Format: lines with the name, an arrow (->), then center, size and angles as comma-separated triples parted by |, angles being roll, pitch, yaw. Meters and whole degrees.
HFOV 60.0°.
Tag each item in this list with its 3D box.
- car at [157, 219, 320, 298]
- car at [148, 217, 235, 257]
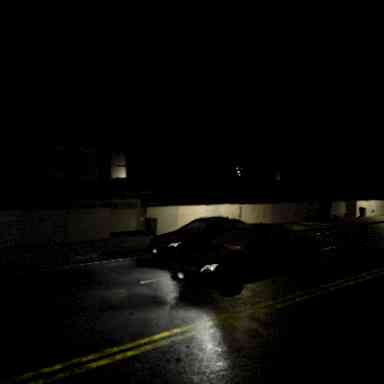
car -> 1.605, 1.616, 8.944 | 4.674, 1.442, 1.812 | 0, -1, -37
car -> 0.647, 1.660, 12.289 | 4.674, 1.442, 1.812 | 0, -1, -37
